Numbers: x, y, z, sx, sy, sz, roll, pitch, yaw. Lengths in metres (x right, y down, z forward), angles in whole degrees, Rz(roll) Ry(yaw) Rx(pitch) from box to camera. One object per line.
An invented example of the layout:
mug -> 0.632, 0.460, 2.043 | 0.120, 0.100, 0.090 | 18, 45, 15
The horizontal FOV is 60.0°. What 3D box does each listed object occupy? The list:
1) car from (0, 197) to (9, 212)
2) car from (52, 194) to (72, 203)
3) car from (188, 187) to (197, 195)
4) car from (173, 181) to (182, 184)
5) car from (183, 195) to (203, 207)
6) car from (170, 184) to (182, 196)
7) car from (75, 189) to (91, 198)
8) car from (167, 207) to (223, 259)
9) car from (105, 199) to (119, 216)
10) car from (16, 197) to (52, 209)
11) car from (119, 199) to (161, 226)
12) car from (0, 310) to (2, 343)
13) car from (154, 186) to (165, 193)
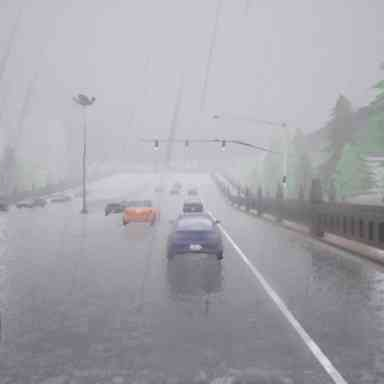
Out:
car -> -21.070, 1.279, 34.474 | 2.097, 1.767, 4.553 | 0, 0, 0
car -> -20.981, 1.050, 53.592 | 1.994, 1.385, 4.181 | 0, 3, 0
car -> 0.093, -0.199, 66.652 | 1.882, 1.535, 5.008 | 0, 7, 0
car -> -3.351, -1.686, 76.636 | 2.097, 1.767, 4.553 | 0, 7, 0
car -> 0.103, 1.405, 32.855 | 1.882, 1.535, 5.008 | 0, 0, 0
car -> -3.407, -0.173, 66.673 | 1.837, 1.490, 4.892 | 0, 7, 0
car -> -20.924, 0.143, 63.816 | 2.128, 1.511, 4.902 | 0, 6, 0
car -> 0.095, 1.499, 12.348 | 1.812, 1.442, 4.674 | 0, 0, 0
car -> -6.898, 1.436, 31.662 | 1.837, 1.490, 4.892 | 0, 0, 0
car -> -21.019, 1.416, 43.858 | 2.033, 1.411, 5.357 | 0, 1, 0
car -> -3.398, 1.303, 23.273 | 2.097, 1.767, 4.553 | 0, 0, 0
car -> -3.399, 1.487, 2.400 | 2.128, 1.511, 4.902 | 0, 0, 0
car -> -6.886, -0.594, 70.372 | 2.033, 1.411, 5.357 | 0, 7, 0
